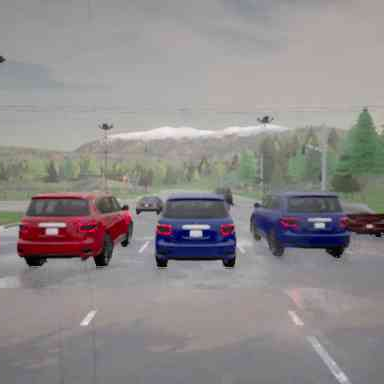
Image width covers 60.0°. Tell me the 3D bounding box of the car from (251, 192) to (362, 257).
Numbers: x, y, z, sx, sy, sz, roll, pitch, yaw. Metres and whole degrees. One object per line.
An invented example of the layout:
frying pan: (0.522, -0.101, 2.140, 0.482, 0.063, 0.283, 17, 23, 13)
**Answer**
car: (3.611, 0.991, 12.093, 2.150, 2.045, 5.566, 0, 1, 0)

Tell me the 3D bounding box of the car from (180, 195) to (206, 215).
car: (0.099, 1.010, 28.399, 2.033, 1.411, 5.357, 0, 1, 0)

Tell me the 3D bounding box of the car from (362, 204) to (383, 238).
car: (7.099, 1.179, 15.756, 1.882, 1.535, 5.008, 0, 1, 0)

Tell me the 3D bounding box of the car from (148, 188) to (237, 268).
car: (0.097, 1.021, 10.677, 2.150, 2.045, 5.566, 0, 1, 0)

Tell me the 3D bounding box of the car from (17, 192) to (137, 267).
car: (-3.399, 1.014, 10.744, 2.150, 2.045, 5.566, 0, 1, 0)

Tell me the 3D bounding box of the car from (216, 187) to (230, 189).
car: (3.600, 0.464, 40.104, 2.150, 2.045, 5.566, 0, 1, 0)

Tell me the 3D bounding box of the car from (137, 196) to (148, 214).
car: (-3.399, 1.029, 27.399, 2.033, 1.411, 5.357, 0, 1, 0)

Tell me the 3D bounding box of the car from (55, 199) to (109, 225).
car: (-6.900, 1.194, 21.477, 1.895, 1.301, 4.718, 0, 1, 0)
